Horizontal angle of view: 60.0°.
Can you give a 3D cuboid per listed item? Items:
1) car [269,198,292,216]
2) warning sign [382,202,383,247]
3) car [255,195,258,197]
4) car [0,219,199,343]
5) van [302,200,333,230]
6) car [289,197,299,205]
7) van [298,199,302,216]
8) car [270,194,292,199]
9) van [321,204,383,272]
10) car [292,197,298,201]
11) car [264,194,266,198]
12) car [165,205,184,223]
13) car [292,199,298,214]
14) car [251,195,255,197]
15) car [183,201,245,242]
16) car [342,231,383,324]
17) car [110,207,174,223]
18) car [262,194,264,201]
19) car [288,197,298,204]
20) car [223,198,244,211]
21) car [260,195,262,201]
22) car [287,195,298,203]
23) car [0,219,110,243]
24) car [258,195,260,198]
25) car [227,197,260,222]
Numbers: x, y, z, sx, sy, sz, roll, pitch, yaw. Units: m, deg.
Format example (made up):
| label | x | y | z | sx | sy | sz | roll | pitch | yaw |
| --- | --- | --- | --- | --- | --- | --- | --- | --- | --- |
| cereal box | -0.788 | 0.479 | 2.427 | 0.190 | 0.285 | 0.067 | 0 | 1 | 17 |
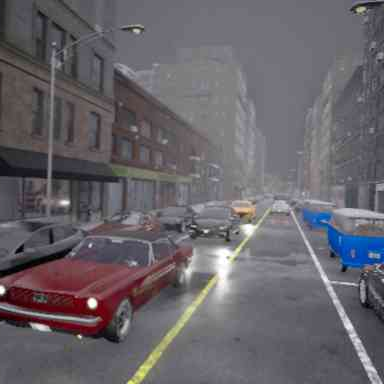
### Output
| label | x | y | z | sx | sy | sz | roll | pitch | yaw |
| --- | --- | --- | --- | --- | --- | --- | --- | --- | --- |
| car | 9.291 | 1.642 | 34.959 | 1.812 | 1.442 | 4.674 | 2 | 0 | 16 |
| warning sign | 8.483 | 1.356 | 13.267 | 1.300 | 1.860 | 1.060 | 2 | 0 | 15 |
| car | 9.546 | 1.518 | 56.681 | 2.008 | 1.369 | 4.403 | 2 | 0 | 15 |
| car | -1.430 | 1.496 | 6.544 | 1.895 | 1.301 | 4.718 | 2 | 0 | 15 |
| van | 8.367 | 1.517 | 21.675 | 1.690 | 1.788 | 3.998 | 2 | 0 | 15 |
| car | 21.749 | 1.889 | 71.033 | 1.887 | 1.381 | 4.507 | 2 | 0 | 15 |
| van | 9.855 | 1.536 | 27.159 | 1.690 | 1.788 | 3.998 | 2 | 0 | 15 |
| car | 12.613 | 1.377 | 47.251 | 2.150 | 2.045 | 5.566 | 2 | 0 | 16 |
| van | 5.392 | 1.477 | 10.706 | 1.690 | 1.788 | 3.998 | 2 | 0 | 15 |
| car | 14.355 | 1.777 | 43.776 | 1.752 | 1.417 | 4.829 | 2 | 0 | 15 |
| car | 16.989 | 1.498 | 84.100 | 1.967 | 1.590 | 4.097 | 2 | 0 | 15 |
| car | -0.868 | 1.400 | 18.293 | 1.947 | 1.339 | 4.313 | 2 | 0 | 15 |
| car | 12.821 | 1.815 | 38.129 | 1.802 | 1.307 | 4.206 | 2 | 0 | 15 |
| car | 8.059 | 1.493 | 51.197 | 1.887 | 1.381 | 4.507 | 2 | 0 | 15 |
| car | 1.252 | 1.436 | 16.407 | 1.837 | 1.490 | 4.892 | 2 | 0 | 15 |
| car | 3.896 | 1.666 | 5.224 | 2.008 | 1.369 | 4.403 | 2 | 0 | 15 |
| car | -2.356 | 1.396 | 12.809 | 1.802 | 1.307 | 4.206 | 2 | 0 | 15 |
| car | 14.014 | 1.462 | 73.132 | 1.967 | 1.590 | 4.097 | 2 | 0 | 15 |
| car | 23.236 | 1.913 | 76.517 | 2.008 | 1.369 | 4.403 | 2 | 0 | 15 |
| car | 5.083 | 1.476 | 40.229 | 1.947 | 1.339 | 4.313 | 2 | 0 | 15 |
| car | 12.521 | 1.570 | 67.649 | 1.947 | 1.339 | 4.313 | 2 | 0 | 15 |
| car | 24.733 | 1.695 | 81.999 | 2.192 | 1.841 | 5.009 | 2 | 0 | 15 |
| car | -3.843 | 1.359 | 7.325 | 1.947 | 1.339 | 4.313 | 2 | 0 | 15 |
| car | 11.035 | 1.530 | 62.165 | 1.887 | 1.381 | 4.507 | 2 | 0 | 15 |
| car | 3.983 | 1.445 | 26.427 | 1.882 | 1.535 | 5.008 | 2 | 0 | 16 |
